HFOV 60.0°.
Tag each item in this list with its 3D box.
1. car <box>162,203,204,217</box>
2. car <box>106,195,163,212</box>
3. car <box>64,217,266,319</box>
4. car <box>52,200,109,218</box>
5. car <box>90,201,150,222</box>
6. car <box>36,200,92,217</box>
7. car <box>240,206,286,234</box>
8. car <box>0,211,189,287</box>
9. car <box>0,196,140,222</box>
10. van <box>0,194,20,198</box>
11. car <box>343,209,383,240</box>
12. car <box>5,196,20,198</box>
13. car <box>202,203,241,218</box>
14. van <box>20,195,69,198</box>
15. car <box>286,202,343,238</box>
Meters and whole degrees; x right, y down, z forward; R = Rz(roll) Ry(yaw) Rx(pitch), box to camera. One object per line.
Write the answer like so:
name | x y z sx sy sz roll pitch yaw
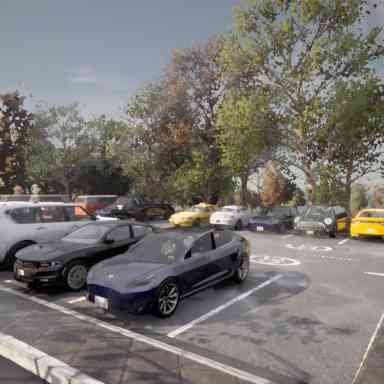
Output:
car | 0.591 1.560 23.422 1.946 1.575 5.366 0 0 36
car | -3.766 1.293 26.848 2.435 2.045 5.566 0 0 36
car | -0.273 1.629 8.082 2.163 1.488 4.792 0 0 36
car | -10.594 1.554 31.802 2.163 1.488 4.792 0 0 36
car | -6.042 1.565 28.429 2.163 1.488 4.792 0 0 36
car | -12.730 1.557 33.352 2.163 1.488 4.792 0 0 36
car | 5.167 1.611 20.295 2.163 1.488 4.792 0 0 36
car | -2.500 1.590 9.740 2.097 1.535 5.008 0 0 36
car | -4.732 1.329 11.388 2.435 2.045 5.566 0 0 36
van | -19.404 1.337 38.302 1.878 1.987 4.442 0 0 36
car | 9.565 1.600 17.133 2.097 1.535 5.008 0 0 36
car | -17.226 1.548 36.585 2.097 1.535 5.008 0 0 36
car | 2.940 1.613 21.943 2.002 1.452 4.674 0 0 36
van | -15.039 1.310 34.858 1.878 1.987 4.442 0 0 36
car | 7.344 1.465 18.790 2.185 1.767 4.553 0 0 36
